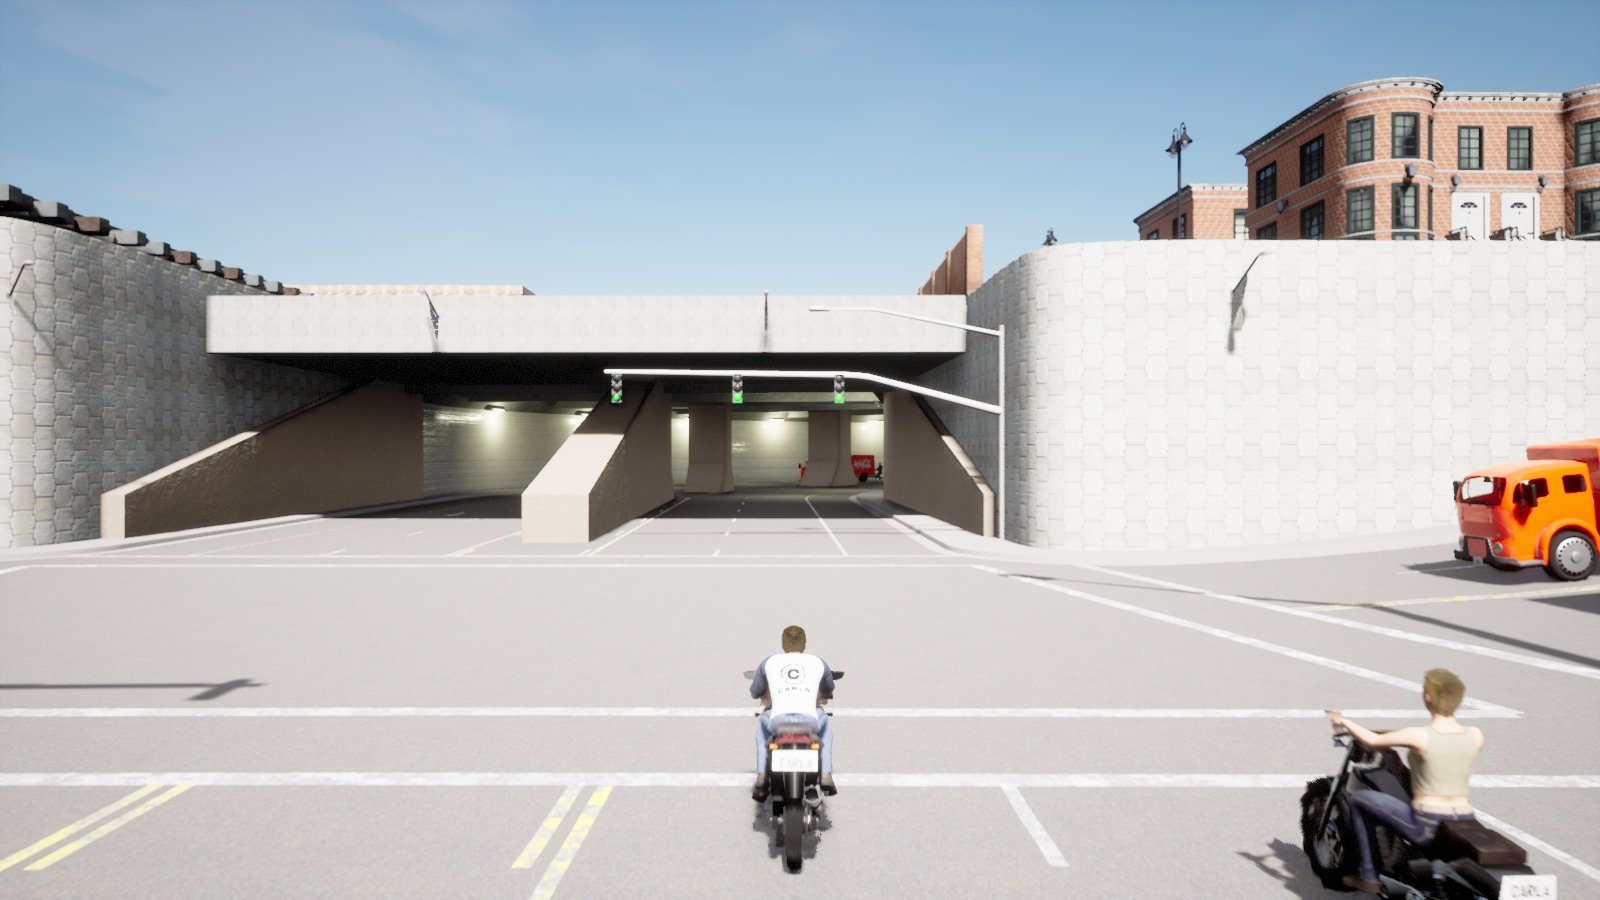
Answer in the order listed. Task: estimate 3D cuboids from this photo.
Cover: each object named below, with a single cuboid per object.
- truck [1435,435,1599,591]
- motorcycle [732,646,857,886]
[{"bbox_3d":[15.616,1.017,21.899,5.204,2.467,2.627,-6,0,0],"label":"truck"},{"bbox_3d":[-0.044,2.195,8.330,0.803,1.224,2.033,0,-1,0],"label":"motorcycle"}]
